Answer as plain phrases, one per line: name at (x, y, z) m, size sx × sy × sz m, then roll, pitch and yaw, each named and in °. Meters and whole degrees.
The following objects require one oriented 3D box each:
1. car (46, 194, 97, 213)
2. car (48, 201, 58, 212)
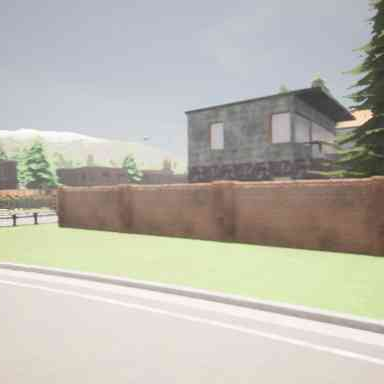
car at (-14.731, 1.376, 40.968) m, size 2.150 × 2.045 × 5.566 m, roll -1°, pitch 0°, yaw 36°
car at (-12.891, 1.681, 37.539) m, size 2.033 × 1.411 × 5.357 m, roll -1°, pitch 0°, yaw 36°
